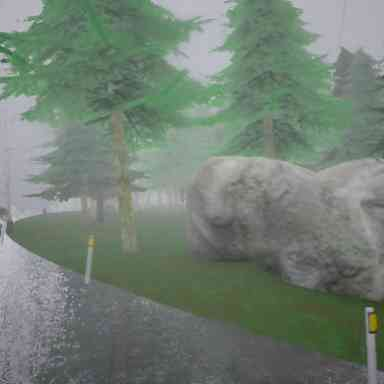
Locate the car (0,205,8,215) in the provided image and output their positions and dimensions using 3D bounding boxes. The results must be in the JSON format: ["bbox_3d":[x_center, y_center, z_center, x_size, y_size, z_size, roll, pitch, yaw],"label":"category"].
[{"bbox_3d":[-21.800,2.102,36.374,2.128,1.511,4.902,-4,-1,-9],"label":"car"}]
